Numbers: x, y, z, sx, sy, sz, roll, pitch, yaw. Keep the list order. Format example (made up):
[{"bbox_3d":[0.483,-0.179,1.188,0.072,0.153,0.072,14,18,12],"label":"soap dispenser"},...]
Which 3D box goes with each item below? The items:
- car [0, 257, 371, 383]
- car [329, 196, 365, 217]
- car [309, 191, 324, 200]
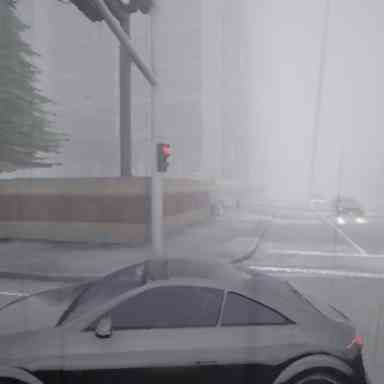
[{"bbox_3d":[-0.371,1.500,3.707,4.181,1.385,1.994,-1,2,-3],"label":"car"},{"bbox_3d":[11.612,1.015,25.280,2.033,1.411,5.357,0,1,16],"label":"car"},{"bbox_3d":[19.123,0.492,51.235,1.994,1.385,4.181,0,1,16],"label":"car"}]
